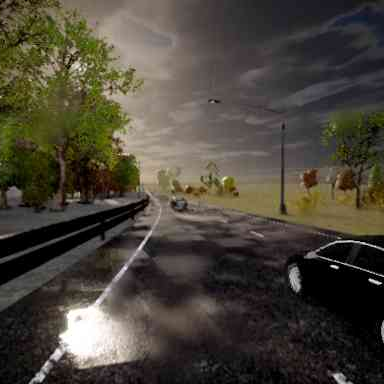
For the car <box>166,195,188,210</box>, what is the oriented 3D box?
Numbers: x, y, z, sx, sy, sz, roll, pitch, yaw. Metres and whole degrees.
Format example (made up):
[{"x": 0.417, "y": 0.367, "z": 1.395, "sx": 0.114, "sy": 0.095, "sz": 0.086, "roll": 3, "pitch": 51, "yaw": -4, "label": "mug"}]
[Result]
[{"x": -1.697, "y": 1.359, "z": 41.400, "sx": 2.128, "sy": 1.511, "sz": 4.902, "roll": 0, "pitch": 0, "yaw": -8, "label": "car"}]

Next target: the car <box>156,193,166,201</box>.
[{"x": -6.300, "y": 1.273, "z": 74.125, "sx": 1.994, "sy": 1.385, "sz": 4.181, "roll": 0, "pitch": 0, "yaw": -8, "label": "car"}]

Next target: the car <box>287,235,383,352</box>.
[{"x": 3.317, "y": 1.506, "z": 5.779, "sx": 1.837, "sy": 1.490, "sz": 4.892, "roll": 0, "pitch": 0, "yaw": -8, "label": "car"}]
